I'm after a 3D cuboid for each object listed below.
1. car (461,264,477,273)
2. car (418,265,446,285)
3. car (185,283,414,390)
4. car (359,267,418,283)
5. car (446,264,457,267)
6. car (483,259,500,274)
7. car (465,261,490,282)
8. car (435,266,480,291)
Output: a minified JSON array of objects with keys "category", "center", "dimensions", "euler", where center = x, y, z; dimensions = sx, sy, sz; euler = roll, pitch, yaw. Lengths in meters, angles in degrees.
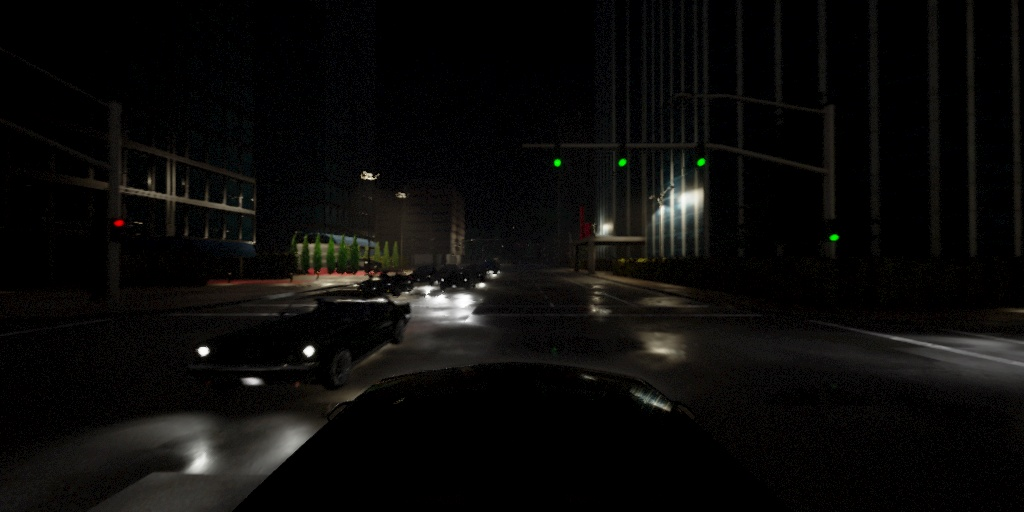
[{"category":"car","center":[-6.629,1.867,55.644],"dimensions":[1.895,1.301,4.718],"euler":[0,-1,1]},{"category":"car","center":[-6.960,1.537,29.164],"dimensions":[1.812,1.442,4.674],"euler":[0,-1,1]},{"category":"car","center":[-3.496,1.403,7.042],"dimensions":[1.895,1.301,4.718],"euler":[0,-1,0]},{"category":"car","center":[-7.053,1.494,20.411],"dimensions":[1.994,1.385,4.181],"euler":[0,-1,1]},{"category":"car","center":[-6.841,1.634,39.574],"dimensions":[1.812,1.442,4.674],"euler":[0,-1,1]},{"category":"car","center":[-3.193,1.432,50.279],"dimensions":[2.150,2.045,5.566],"euler":[0,-1,1]},{"category":"car","center":[-3.346,1.520,32.638],"dimensions":[1.882,1.535,5.008],"euler":[0,0,1]},{"category":"car","center":[-3.520,1.562,24.082],"dimensions":[1.895,1.301,4.718],"euler":[0,0,1]}]
